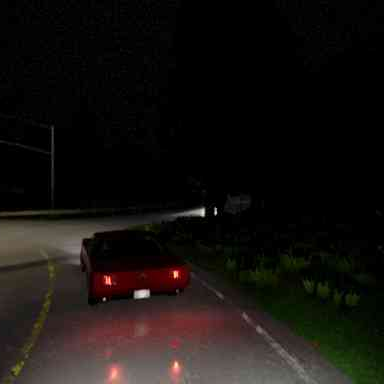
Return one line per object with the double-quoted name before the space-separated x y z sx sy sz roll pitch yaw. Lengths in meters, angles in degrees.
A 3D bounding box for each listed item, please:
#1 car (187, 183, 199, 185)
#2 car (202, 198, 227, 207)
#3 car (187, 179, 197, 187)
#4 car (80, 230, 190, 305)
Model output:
"car" 0.009 -1.048 58.658 1.837 1.490 4.892 0 4 -25
"car" 2.640 0.817 37.609 2.128 1.511 4.902 0 4 21
"car" 0.013 -1.969 70.127 2.128 1.511 4.902 0 5 -1
"car" -1.695 1.583 8.189 1.895 1.301 4.718 0 0 -21
